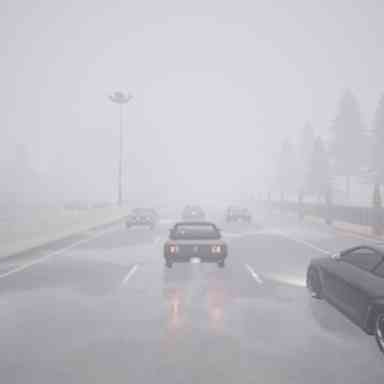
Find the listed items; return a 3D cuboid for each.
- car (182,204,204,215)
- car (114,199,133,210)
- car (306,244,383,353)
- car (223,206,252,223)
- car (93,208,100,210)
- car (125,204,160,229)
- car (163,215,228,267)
[{"bbox_3d":[0.109,1.815,30.643,1.994,1.385,4.181,0,0,0],"label":"car"},{"bbox_3d":[-10.545,1.900,51.848,1.882,1.535,5.008,0,-1,0],"label":"car"},{"bbox_3d":[3.600,1.613,5.949,1.994,1.385,4.181,0,0,0],"label":"car"},{"bbox_3d":[3.608,1.825,27.418,1.895,1.301,4.718,0,0,0],"label":"car"},{"bbox_3d":[-14.045,1.900,51.849,1.882,1.535,5.008,0,-1,0],"label":"car"},{"bbox_3d":[-3.393,1.740,23.500,2.033,1.411,5.357,0,0,0],"label":"car"},{"bbox_3d":[0.104,1.698,11.796,1.895,1.301,4.718,0,0,0],"label":"car"}]
